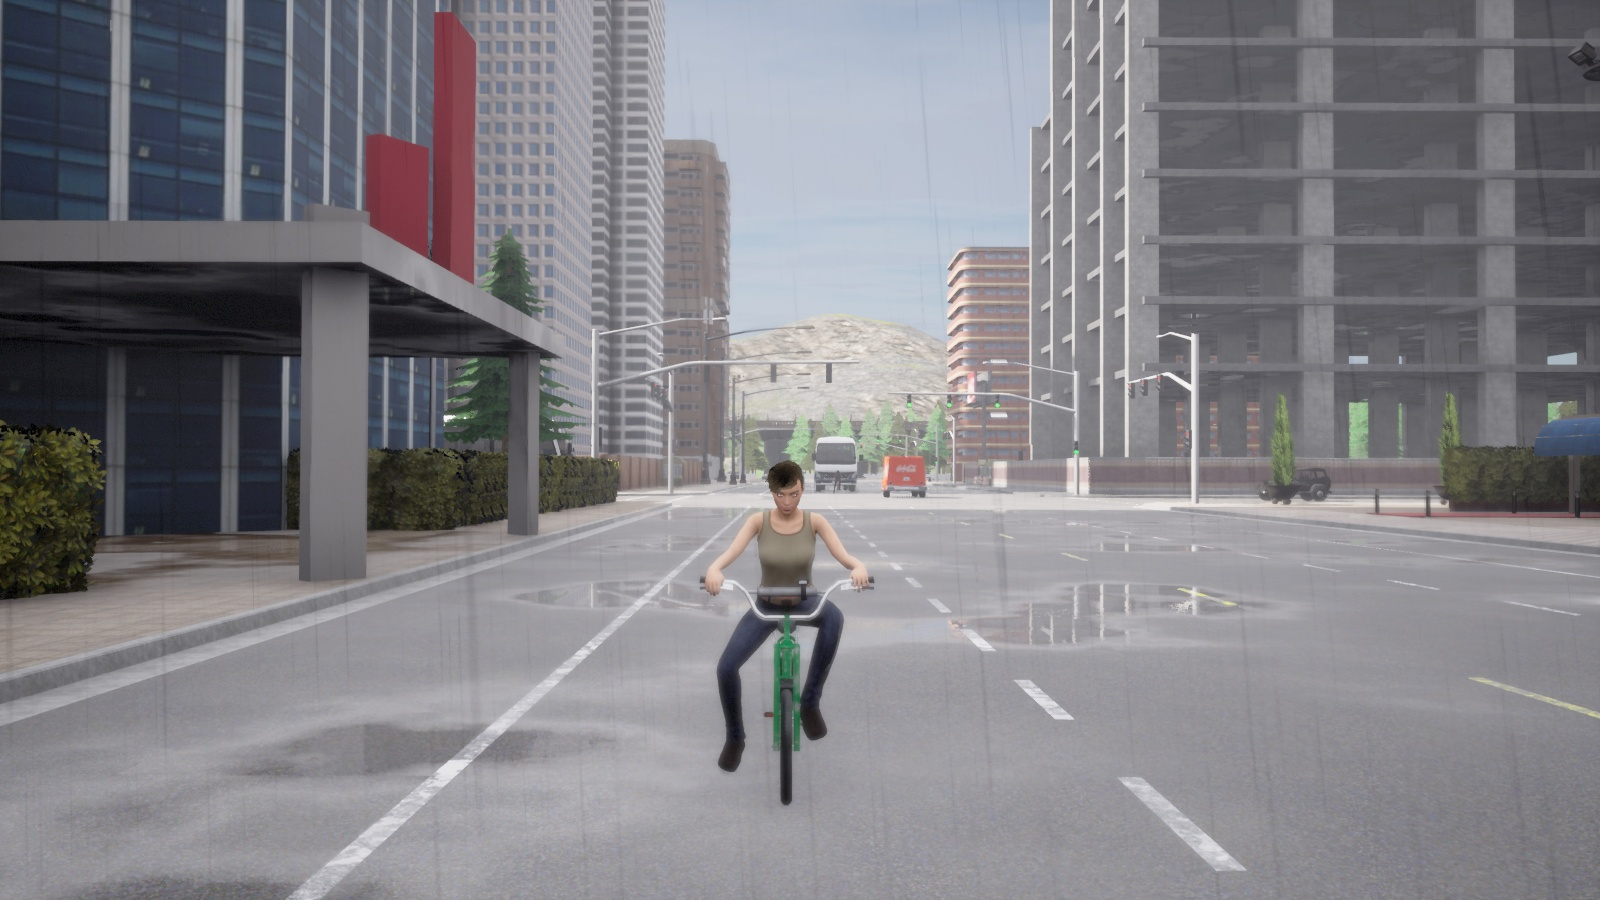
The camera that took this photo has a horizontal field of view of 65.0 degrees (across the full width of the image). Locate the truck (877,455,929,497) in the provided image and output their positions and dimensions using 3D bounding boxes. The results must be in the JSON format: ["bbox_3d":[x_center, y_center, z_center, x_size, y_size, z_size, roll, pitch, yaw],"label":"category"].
[{"bbox_3d":[6.225,1.582,76.384,2.627,2.467,5.204,0,-1,-1],"label":"truck"}]

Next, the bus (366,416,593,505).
[{"bbox_3d":[-15.772,0.549,62.540,10.273,4.253,3.944,0,-1,0],"label":"bus"}]

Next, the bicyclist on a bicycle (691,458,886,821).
[{"bbox_3d":[-0.061,0.858,6.372,0.866,1.612,1.509,0,-1,-1],"label":"bicyclist on a bicycle"}]

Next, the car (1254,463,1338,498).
[{"bbox_3d":[27.429,1.666,69.556,3.866,1.878,1.905,0,-1,0],"label":"car"}]
